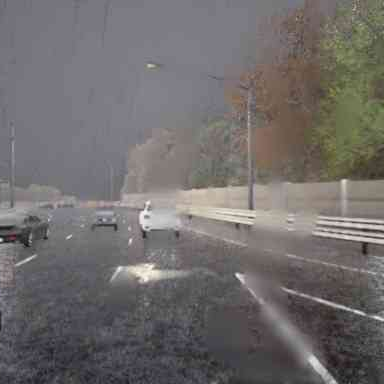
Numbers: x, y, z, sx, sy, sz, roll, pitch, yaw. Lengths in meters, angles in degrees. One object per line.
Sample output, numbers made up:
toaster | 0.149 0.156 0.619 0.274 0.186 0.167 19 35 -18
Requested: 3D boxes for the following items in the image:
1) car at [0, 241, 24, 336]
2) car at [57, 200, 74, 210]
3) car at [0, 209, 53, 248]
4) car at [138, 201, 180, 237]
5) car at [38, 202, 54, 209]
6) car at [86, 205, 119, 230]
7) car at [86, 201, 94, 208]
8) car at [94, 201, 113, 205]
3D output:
car | -3.548 1.539 2.673 1.882 1.535 5.008 0 -1 -1
car | -24.384 2.360 63.995 2.097 1.767 4.553 0 -1 -38
car | -8.410 1.807 16.328 1.837 1.490 4.892 0 -1 -9
car | -2.100 1.560 20.551 2.150 2.045 5.566 0 -1 -11
car | -27.247 2.586 61.977 1.837 1.490 4.892 0 -1 -38
car | -6.430 1.972 24.660 2.033 1.411 5.357 0 -1 -13
car | -19.705 2.485 65.568 1.882 1.535 5.008 0 -1 -23
car | -13.990 2.278 53.863 2.097 1.767 4.553 0 -1 -27
